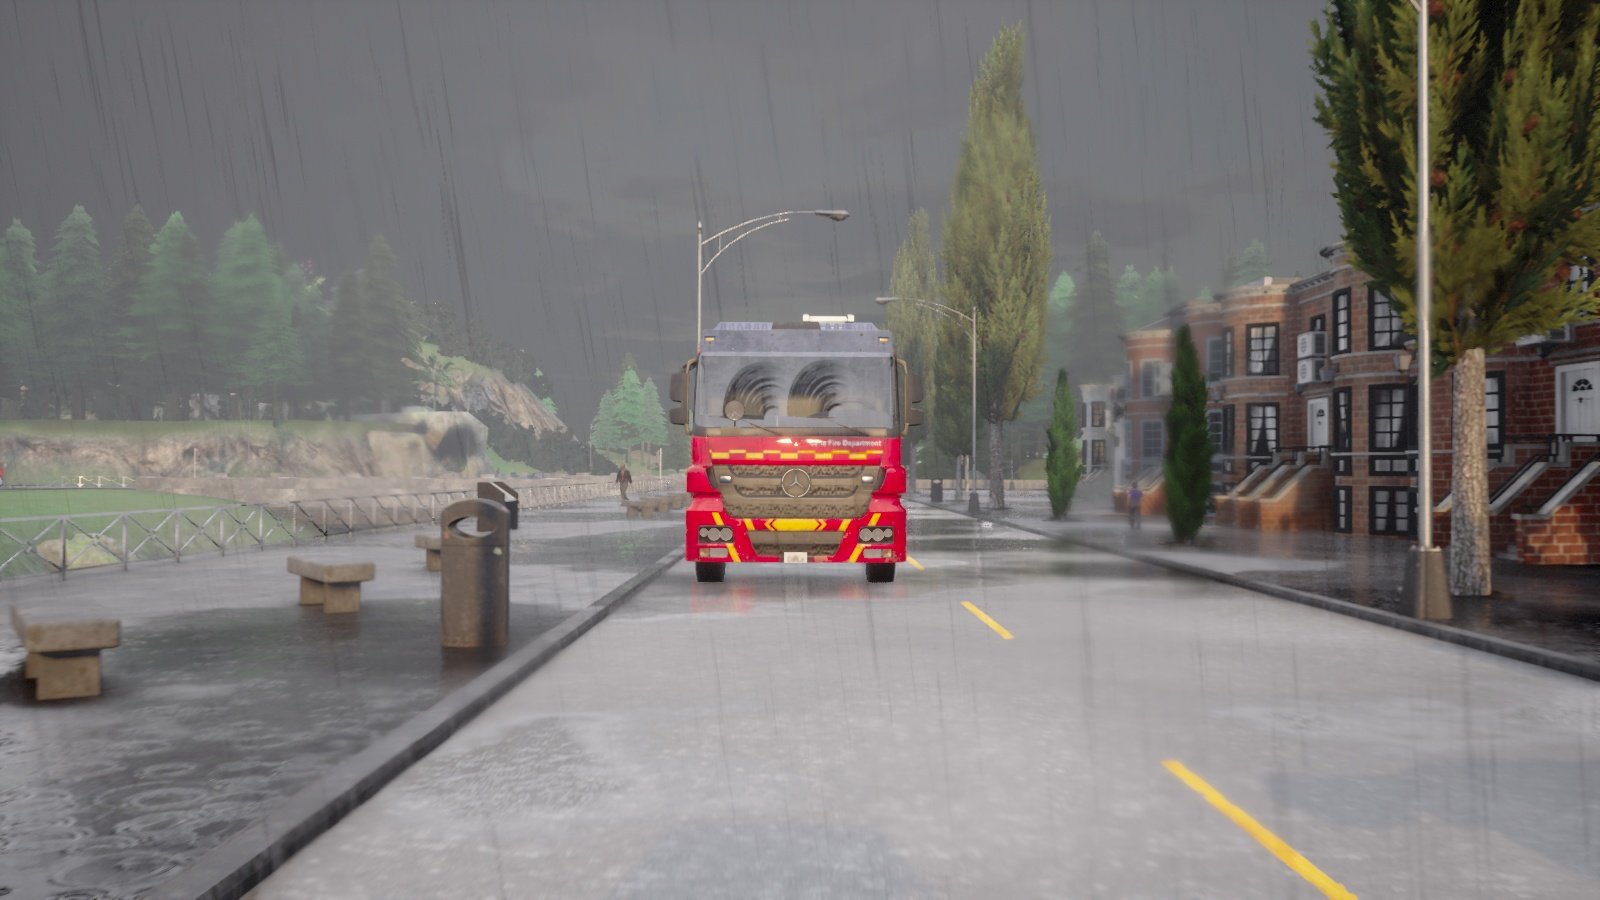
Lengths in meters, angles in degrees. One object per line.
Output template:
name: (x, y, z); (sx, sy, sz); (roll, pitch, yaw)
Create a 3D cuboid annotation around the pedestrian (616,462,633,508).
pedestrian: (-7.075, 1.401, 50.660); (0.376, 1.854, 0.720); (-1, -1, 18)

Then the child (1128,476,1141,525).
child: (8.809, 1.323, 33.084); (0.270, 1.263, 0.437); (0, -1, 8)

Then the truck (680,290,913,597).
truck: (-0.057, -0.016, 19.961); (2.891, 3.827, 8.468); (0, -1, 0)
